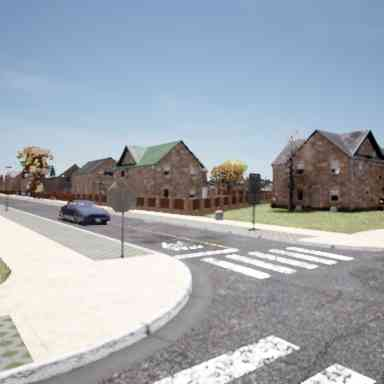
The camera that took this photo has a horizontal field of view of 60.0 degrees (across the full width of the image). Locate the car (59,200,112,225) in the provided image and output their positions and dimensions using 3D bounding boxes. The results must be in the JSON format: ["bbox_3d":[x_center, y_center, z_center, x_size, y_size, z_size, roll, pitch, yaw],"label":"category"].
[{"bbox_3d":[-7.103,1.259,21.671,2.033,1.411,5.357,1,0,-37],"label":"car"}]
